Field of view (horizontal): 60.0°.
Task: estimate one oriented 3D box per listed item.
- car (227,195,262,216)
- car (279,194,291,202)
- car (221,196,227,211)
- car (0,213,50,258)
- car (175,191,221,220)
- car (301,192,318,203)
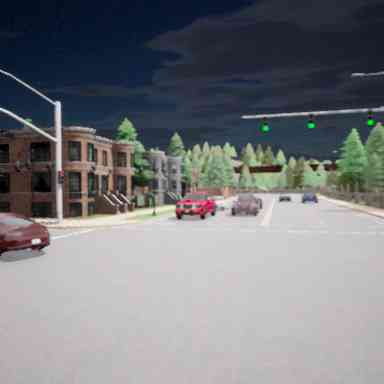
[{"bbox_3d":[4.621,1.042,28.495,2.097,1.767,4.553,-1,1,15],"label":"car"},{"bbox_3d":[14.899,0.948,53.396,1.895,1.301,4.718,-1,1,15],"label":"car"},{"bbox_3d":[2.783,1.176,35.307,1.812,1.442,4.674,-1,1,15],"label":"car"},{"bbox_3d":[-7.254,1.500,12.176,4.674,1.442,1.812,0,0,28],"label":"car"},{"bbox_3d":[0.436,0.981,26.203,2.150,2.045,5.566,-1,1,16],"label":"car"},{"bbox_3d":[17.310,0.710,49.116,2.097,1.767,4.553,-1,1,15],"label":"car"}]
